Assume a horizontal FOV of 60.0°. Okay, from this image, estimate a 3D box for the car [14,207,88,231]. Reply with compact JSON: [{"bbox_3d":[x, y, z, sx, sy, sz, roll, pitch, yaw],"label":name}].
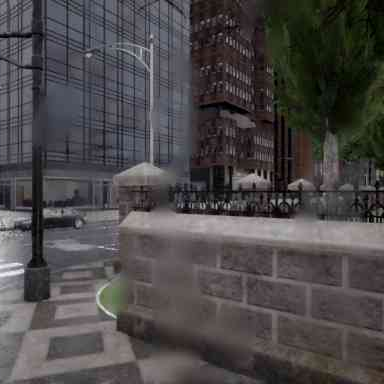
[{"bbox_3d":[-8.431,1.631,20.209,2.008,1.369,4.403,0,-1,36],"label":"car"}]
